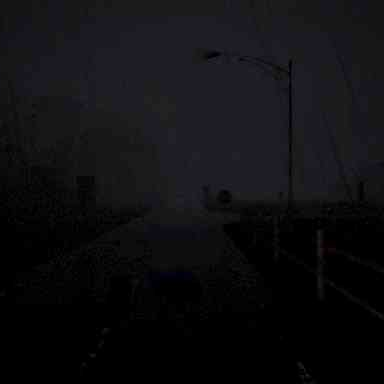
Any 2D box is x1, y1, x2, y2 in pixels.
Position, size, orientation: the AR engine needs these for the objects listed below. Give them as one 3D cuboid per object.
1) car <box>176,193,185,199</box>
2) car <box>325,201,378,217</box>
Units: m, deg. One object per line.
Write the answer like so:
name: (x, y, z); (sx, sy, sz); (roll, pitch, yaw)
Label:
car: (-2.771, 0.990, 81.185); (1.994, 1.385, 4.181); (0, 0, 0)
car: (14.062, 1.449, 29.455); (4.181, 1.385, 1.994); (0, 0, -1)
